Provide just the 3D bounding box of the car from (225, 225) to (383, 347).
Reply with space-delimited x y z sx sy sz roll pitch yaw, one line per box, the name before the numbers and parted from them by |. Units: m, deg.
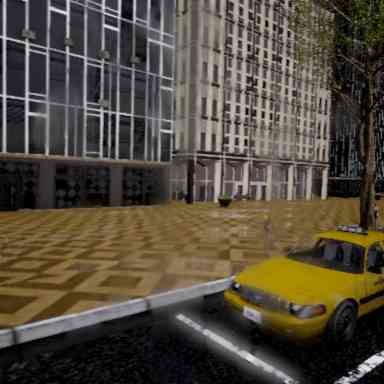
car | 2.716 1.315 5.954 4.829 1.417 1.752 0 3 -38
